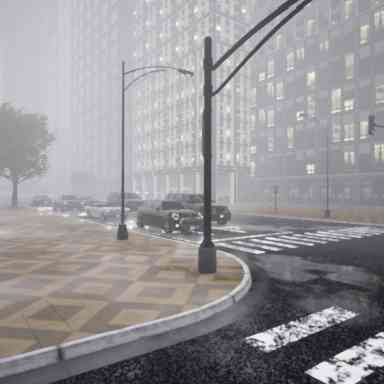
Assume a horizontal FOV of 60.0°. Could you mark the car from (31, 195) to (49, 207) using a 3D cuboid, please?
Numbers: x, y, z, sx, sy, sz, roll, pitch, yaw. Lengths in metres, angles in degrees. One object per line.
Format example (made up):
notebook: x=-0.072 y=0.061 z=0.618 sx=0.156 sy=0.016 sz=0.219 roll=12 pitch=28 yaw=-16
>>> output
car: x=-19.482 y=1.097 z=43.147 sx=2.128 sy=1.511 sz=4.902 roll=0 pitch=0 yaw=-36

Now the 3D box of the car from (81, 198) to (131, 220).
car: x=-6.672 y=1.391 z=25.832 sx=1.895 sy=1.301 sz=4.718 roll=0 pitch=0 yaw=-37

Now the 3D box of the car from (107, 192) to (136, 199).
car: x=-6.043 y=0.998 z=30.446 sx=2.150 sy=2.045 sz=5.566 roll=0 pitch=0 yaw=-37

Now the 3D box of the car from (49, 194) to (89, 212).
car: x=-12.543 y=1.060 z=33.741 sx=2.097 sy=1.767 sz=4.553 roll=0 pitch=0 yaw=-37

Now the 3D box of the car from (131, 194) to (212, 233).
car: x=-1.304 y=1.214 z=18.621 sx=2.097 sy=1.767 sz=4.553 roll=0 pitch=0 yaw=-37

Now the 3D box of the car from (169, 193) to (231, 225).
car: x=0.135 y=1.082 z=22.131 sx=2.150 sy=2.045 sz=5.566 roll=0 pitch=0 yaw=-37

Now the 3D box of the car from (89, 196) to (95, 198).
car: x=-12.150 y=1.181 z=38.665 sx=2.128 sy=1.511 sz=4.902 roll=0 pitch=0 yaw=-37
